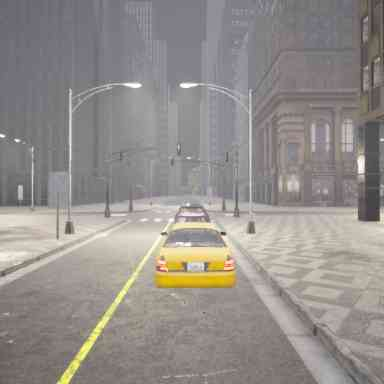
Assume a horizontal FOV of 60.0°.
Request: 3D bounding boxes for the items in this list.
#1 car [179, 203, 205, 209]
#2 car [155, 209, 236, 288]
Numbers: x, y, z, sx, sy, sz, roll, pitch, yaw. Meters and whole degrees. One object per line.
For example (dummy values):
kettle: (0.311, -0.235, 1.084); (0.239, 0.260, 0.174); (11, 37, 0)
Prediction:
car: (-0.009, 1.455, 19.334); (2.033, 1.649, 4.856); (0, 0, -1)
car: (0.050, 1.463, 9.192); (1.801, 1.575, 5.366); (0, 0, -1)
